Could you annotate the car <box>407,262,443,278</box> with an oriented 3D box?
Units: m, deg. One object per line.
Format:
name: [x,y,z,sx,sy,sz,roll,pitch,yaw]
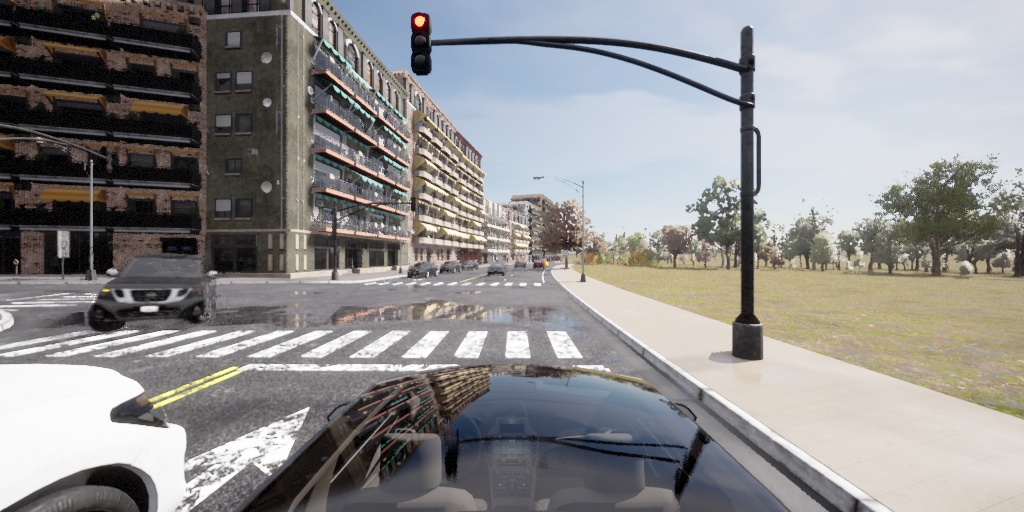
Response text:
car: [-8.504,1.331,34.513,1.837,1.490,4.892,0,0,5]

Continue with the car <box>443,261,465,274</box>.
car: [-7.593,1.374,44.610,1.837,1.490,4.892,0,0,6]

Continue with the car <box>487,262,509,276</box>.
car: [-1.440,1.392,38.393,2.033,1.411,5.357,0,0,5]

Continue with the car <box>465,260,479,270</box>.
car: [-6.407,1.407,54.930,2.128,1.511,4.902,0,0,7]

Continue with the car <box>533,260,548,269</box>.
car: [4.865,1.448,63.843,1.882,1.535,5.008,0,0,9]

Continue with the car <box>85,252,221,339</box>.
car: [-10.957,0.978,11.488,2.150,2.045,5.566,3,-1,-36]

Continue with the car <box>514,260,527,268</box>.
car: [1.614,1.467,64.888,2.128,1.511,4.902,0,0,9]
